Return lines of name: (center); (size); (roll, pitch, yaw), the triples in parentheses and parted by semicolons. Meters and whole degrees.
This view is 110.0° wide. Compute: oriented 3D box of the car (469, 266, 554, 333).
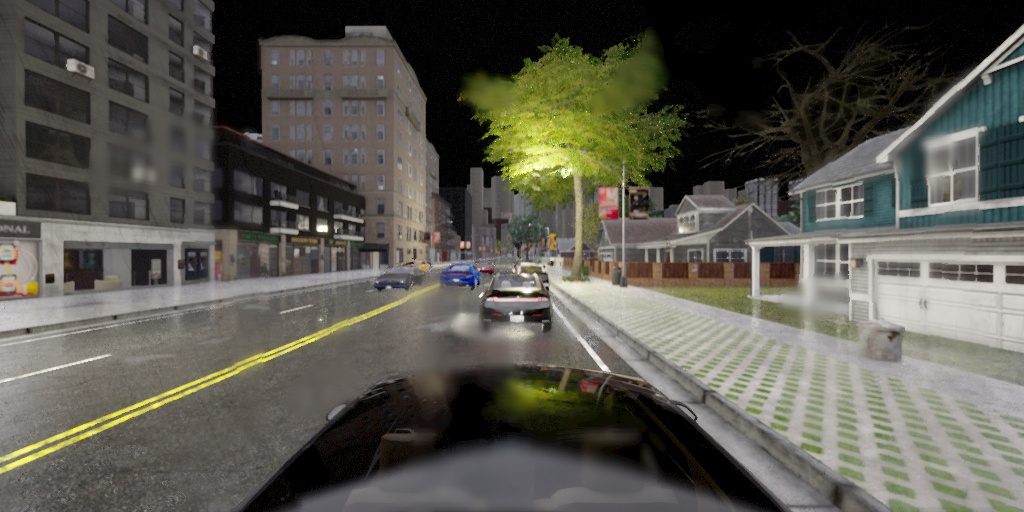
car: (0.134, 1.232, 10.724); (2.128, 1.511, 4.902); (0, 0, 0)

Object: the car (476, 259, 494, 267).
car: (-2.999, 1.259, 39.711); (1.994, 1.385, 4.181); (0, 0, 1)

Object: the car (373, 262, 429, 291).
car: (-6.519, 1.272, 21.654); (2.033, 1.411, 5.357); (0, 0, 0)

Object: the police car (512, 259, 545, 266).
police car: (1.052, 1.151, 20.973); (1.930, 1.638, 5.238); (0, 0, 0)

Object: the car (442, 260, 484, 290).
car: (-3.067, 1.201, 22.337); (1.882, 1.535, 5.008); (0, 0, 0)

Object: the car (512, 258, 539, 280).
car: (1.091, 1.060, 30.833); (2.097, 1.767, 4.553); (0, 0, 0)

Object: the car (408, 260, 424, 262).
car: (-9.712, 1.178, 36.002); (1.882, 1.535, 5.008); (0, 0, 0)
